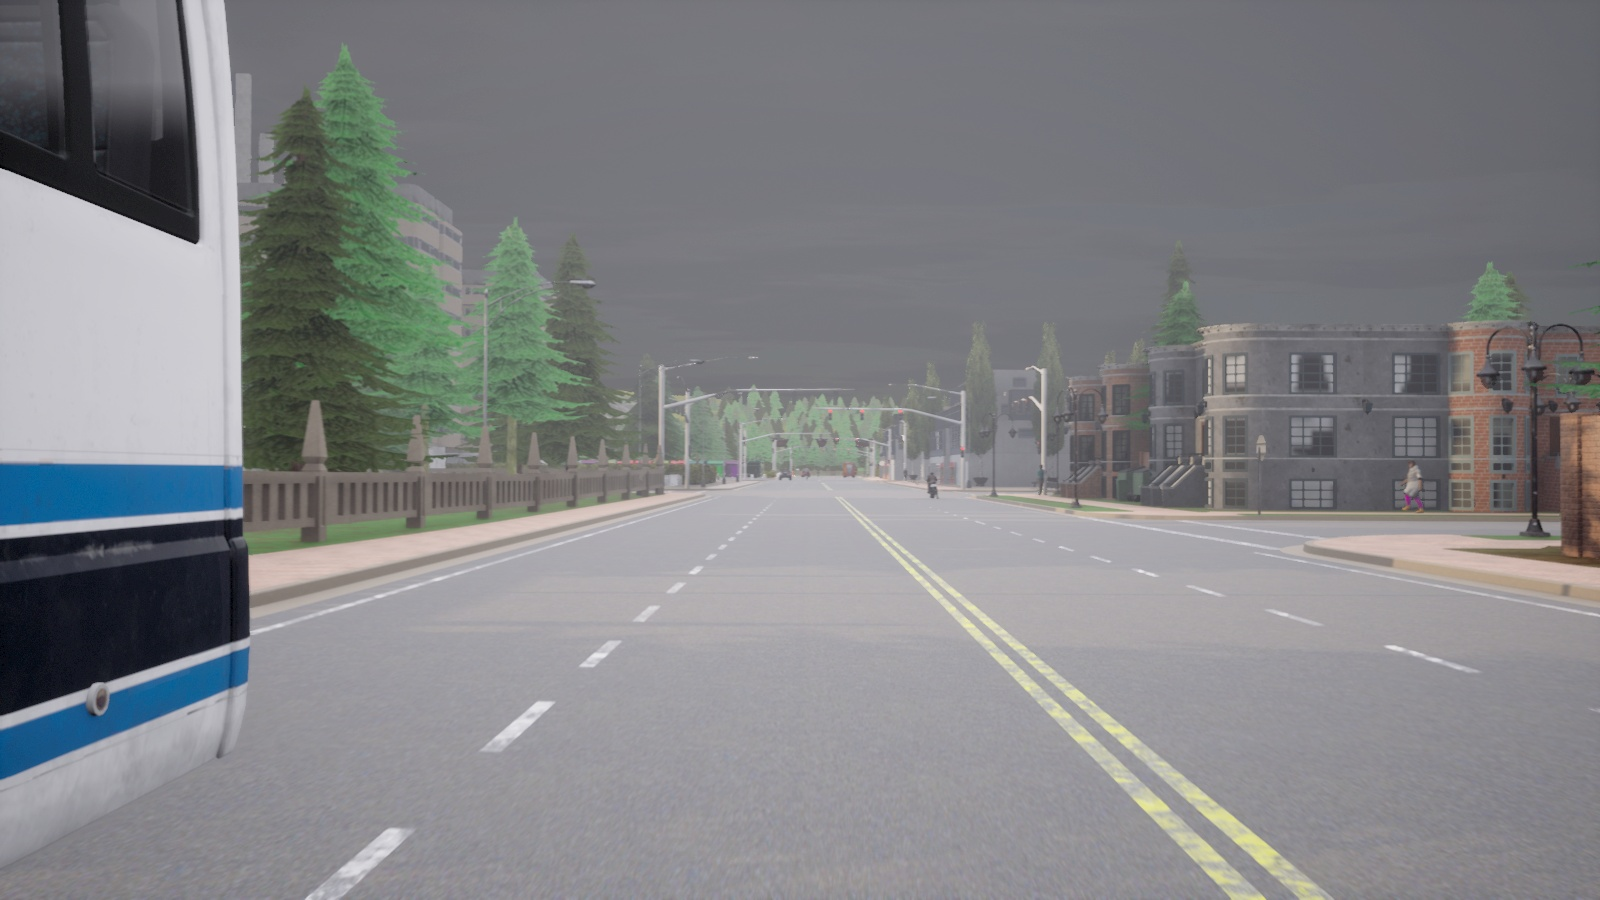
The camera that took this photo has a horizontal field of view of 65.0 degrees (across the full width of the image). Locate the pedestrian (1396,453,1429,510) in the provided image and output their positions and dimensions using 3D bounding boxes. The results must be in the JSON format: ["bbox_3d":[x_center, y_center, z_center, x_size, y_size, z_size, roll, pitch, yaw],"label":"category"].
[{"bbox_3d":[21.304,1.091,43.683,0.873,1.952,0.659,0,-1,7],"label":"pedestrian"}]

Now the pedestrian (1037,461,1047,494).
[{"bbox_3d":[14.239,1.643,73.921,0.396,1.930,0.692,0,-1,-3],"label":"pedestrian"}]
